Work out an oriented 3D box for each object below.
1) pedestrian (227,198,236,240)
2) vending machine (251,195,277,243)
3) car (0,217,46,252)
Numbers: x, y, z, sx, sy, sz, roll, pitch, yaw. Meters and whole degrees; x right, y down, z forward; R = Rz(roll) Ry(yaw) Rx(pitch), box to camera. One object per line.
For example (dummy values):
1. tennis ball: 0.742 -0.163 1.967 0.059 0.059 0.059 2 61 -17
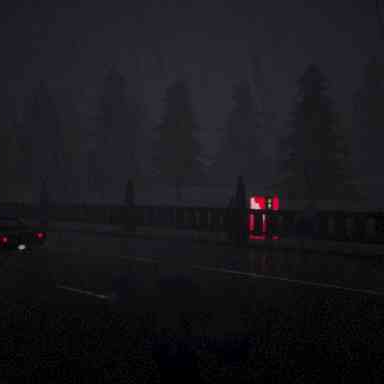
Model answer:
1. pedestrian: 1.758 1.141 14.493 0.375 1.860 0.375 0 0 31
2. vending machine: 3.308 1.195 15.253 0.880 2.100 1.100 0 0 32
3. car: -7.820 1.601 12.502 4.718 1.301 1.895 0 0 28
